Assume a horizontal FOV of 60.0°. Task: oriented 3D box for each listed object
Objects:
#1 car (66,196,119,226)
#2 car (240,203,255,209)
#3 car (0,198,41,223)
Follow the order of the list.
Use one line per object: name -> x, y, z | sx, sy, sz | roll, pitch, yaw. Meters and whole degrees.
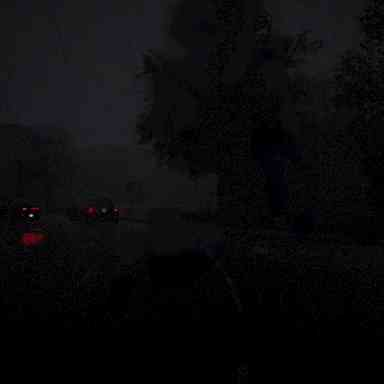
car -> -6.618, 1.109, 21.775 | 2.097, 1.767, 4.553 | 0, 1, -38
car -> 15.282, 3.984, 94.002 | 2.435, 2.045, 5.566 | 1, -1, 32
car -> -12.242, 1.203, 22.695 | 4.892, 1.490, 1.837 | 1, -1, 36
